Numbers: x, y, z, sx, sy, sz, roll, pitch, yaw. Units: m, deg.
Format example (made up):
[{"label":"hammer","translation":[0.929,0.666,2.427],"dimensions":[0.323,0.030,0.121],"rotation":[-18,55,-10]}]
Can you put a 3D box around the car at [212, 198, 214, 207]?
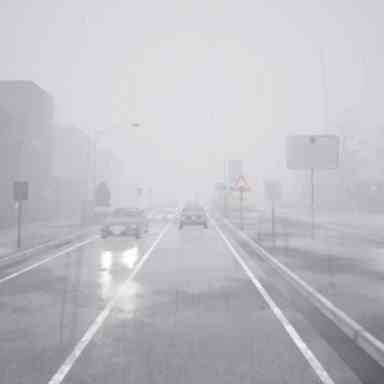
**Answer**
[{"label":"car","translation":[6.156,1.799,57.531],"dimensions":[5.566,2.045,2.435],"rotation":[0,-2,-1]}]

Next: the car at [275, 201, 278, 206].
[{"label":"car","translation":[18.315,1.932,61.476],"dimensions":[5.566,2.045,2.435],"rotation":[0,-2,-1]}]

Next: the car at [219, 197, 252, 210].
[{"label":"car","translation":[6.247,1.679,48.302],"dimensions":[4.553,1.767,2.185],"rotation":[0,-1,-1]}]

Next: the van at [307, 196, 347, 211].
[{"label":"van","translation":[18.398,1.512,44.845],"dimensions":[4.442,1.987,1.878],"rotation":[0,-1,0]}]

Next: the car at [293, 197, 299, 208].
[{"label":"car","translation":[18.652,1.852,50.297],"dimensions":[5.366,1.575,1.946],"rotation":[0,-1,-1]}]

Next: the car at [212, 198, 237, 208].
[{"label":"car","translation":[6.079,2.122,63.477],"dimensions":[4.553,1.767,2.185],"rotation":[0,-2,-1]}]

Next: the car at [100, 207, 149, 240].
[{"label":"car","translation":[-3.363,1.550,17.341],"dimensions":[2.128,1.511,4.902],"rotation":[0,0,0]}]

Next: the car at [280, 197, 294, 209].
[{"label":"car","translation":[18.388,1.755,56.017],"dimensions":[5.566,2.045,2.435],"rotation":[0,-2,-1]}]

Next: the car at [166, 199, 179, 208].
[{"label":"car","translation":[-3.416,2.010,59.204],"dimensions":[2.097,1.767,4.553],"rotation":[0,-2,0]}]

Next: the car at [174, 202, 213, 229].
[{"label":"car","translation":[0.082,1.622,22.445],"dimensions":[2.033,1.411,5.357],"rotation":[0,0,0]}]

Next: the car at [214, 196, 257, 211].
[{"label":"car","translation":[6.056,1.742,45.381],"dimensions":[5.366,1.575,1.946],"rotation":[0,-1,0]}]

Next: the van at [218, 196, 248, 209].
[{"label":"van","translation":[6.305,1.653,51.342],"dimensions":[4.442,1.987,1.878],"rotation":[0,-1,-1]}]

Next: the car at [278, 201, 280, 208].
[{"label":"car","translation":[18.373,2.096,58.801],"dimensions":[4.892,1.521,2.231],"rotation":[0,-2,-1]}]

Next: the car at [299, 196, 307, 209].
[{"label":"car","translation":[18.675,1.791,47.637],"dimensions":[5.366,1.575,1.946],"rotation":[0,-1,0]}]
